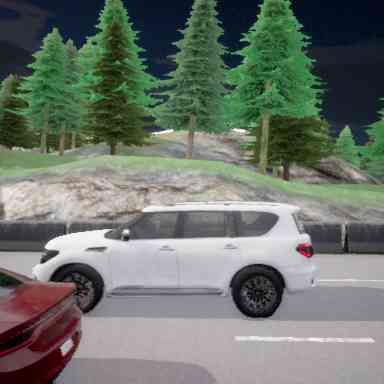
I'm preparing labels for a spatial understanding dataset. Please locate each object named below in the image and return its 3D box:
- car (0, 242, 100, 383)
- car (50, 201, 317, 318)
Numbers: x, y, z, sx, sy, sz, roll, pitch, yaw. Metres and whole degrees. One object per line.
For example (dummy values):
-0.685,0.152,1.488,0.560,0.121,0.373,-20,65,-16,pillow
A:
-3.803,1.476,3.627,5.008,1.535,1.882,0,0,2,car
-0.314,1.228,7.010,5.566,2.045,2.150,0,0,2,car
